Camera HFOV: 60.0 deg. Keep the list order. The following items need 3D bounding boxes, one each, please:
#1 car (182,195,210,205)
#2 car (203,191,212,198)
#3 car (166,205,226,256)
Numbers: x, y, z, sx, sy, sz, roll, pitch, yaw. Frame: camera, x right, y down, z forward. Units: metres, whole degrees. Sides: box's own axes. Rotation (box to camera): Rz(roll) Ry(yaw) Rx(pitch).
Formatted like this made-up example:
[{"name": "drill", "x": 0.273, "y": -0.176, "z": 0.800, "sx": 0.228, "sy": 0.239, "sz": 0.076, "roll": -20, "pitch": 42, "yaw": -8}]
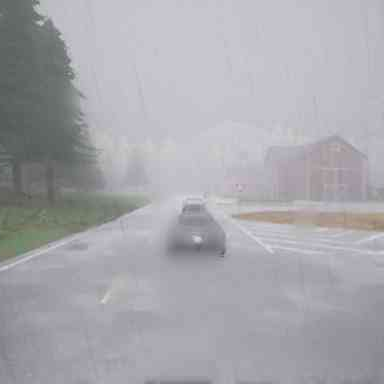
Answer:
[{"name": "car", "x": 0.175, "y": 1.189, "z": 25.315, "sx": 1.812, "sy": 1.442, "sz": 4.674, "roll": 0, "pitch": 1, "yaw": 0}, {"name": "car", "x": 3.190, "y": 0.529, "z": 69.820, "sx": 1.816, "sy": 1.474, "sz": 4.193, "roll": -6, "pitch": 1, "yaw": -2}, {"name": "car", "x": 0.139, "y": 1.399, "z": 12.322, "sx": 1.994, "sy": 1.385, "sz": 4.181, "roll": 0, "pitch": 1, "yaw": 0}]
